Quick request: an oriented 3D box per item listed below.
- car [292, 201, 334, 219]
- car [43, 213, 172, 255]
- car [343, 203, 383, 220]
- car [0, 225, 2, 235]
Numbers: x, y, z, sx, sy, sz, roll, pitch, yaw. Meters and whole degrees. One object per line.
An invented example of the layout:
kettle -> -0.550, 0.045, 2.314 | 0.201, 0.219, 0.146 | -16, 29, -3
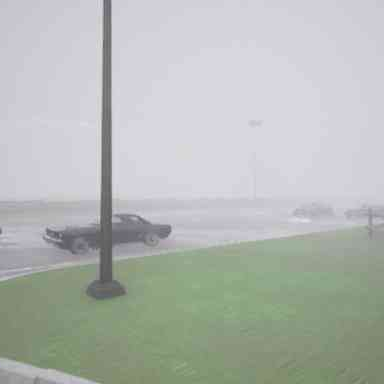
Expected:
car -> 10.543, 1.513, 28.848 | 4.181, 1.385, 1.994 | 0, 0, -39
car -> -3.199, 1.529, 13.065 | 4.718, 1.301, 1.895 | 0, 0, -39
car -> 14.488, 1.579, 27.555 | 4.718, 1.301, 1.895 | 0, 0, -39
car -> -9.790, 1.491, 12.186 | 4.718, 1.301, 1.895 | 0, 0, -39
